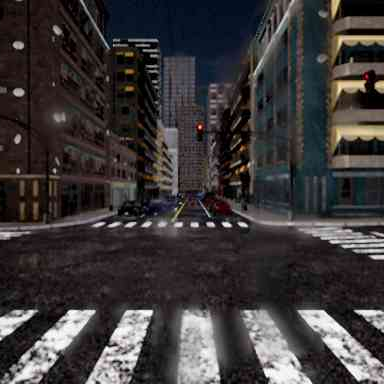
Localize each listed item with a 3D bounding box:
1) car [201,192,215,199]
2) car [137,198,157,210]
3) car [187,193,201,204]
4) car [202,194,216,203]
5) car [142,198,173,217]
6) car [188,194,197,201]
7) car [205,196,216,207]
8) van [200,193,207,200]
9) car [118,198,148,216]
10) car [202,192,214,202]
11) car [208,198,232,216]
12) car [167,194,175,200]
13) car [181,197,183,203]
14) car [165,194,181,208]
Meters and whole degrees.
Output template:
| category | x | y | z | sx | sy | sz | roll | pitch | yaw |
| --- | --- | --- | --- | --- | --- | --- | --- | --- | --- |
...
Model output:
| category | x | y | z | sx | sy | sz | roll | pitch | yaw |
| --- | --- | --- | --- | --- | --- | --- | --- | --- | --- |
| car | 3.243 | 1.048 | 61.365 | 2.150 | 2.045 | 5.566 | 0 | 0 | 0 |
| car | -5.604 | 1.438 | 41.847 | 1.947 | 1.339 | 4.313 | 0 | 0 | 0 |
| car | 0.135 | 1.312 | 61.064 | 2.128 | 1.511 | 4.902 | 0 | 0 | 0 |
| car | 2.789 | 1.402 | 47.340 | 1.887 | 1.381 | 4.507 | 0 | 0 | 0 |
| car | -3.033 | 1.506 | 30.018 | 1.895 | 1.301 | 4.718 | 0 | 0 | 0 |
| car | 0.156 | 1.154 | 70.236 | 1.812 | 1.442 | 4.674 | 0 | 0 | 0 |
| car | 2.764 | 1.453 | 36.293 | 1.947 | 1.339 | 4.313 | 0 | 0 | 0 |
| van | 2.873 | 1.102 | 86.004 | 1.690 | 1.788 | 3.998 | -1 | 0 | 0 |
| car | -5.629 | 1.469 | 30.800 | 1.947 | 1.339 | 4.313 | 0 | 0 | 0 |
| car | 3.259 | 1.023 | 68.365 | 2.150 | 2.045 | 5.566 | 0 | 0 | 0 |
| car | 2.752 | 1.485 | 30.770 | 1.802 | 1.307 | 4.206 | 0 | 0 | 0 |
| car | -5.507 | 1.286 | 85.865 | 1.752 | 1.417 | 4.829 | 0 | 0 | 0 |
| car | -2.857 | 1.359 | 64.412 | 1.812 | 1.442 | 4.674 | 0 | 0 | 0 |
| car | -2.989 | 1.215 | 45.640 | 2.097 | 1.767 | 4.553 | 0 | 0 | 0 |
